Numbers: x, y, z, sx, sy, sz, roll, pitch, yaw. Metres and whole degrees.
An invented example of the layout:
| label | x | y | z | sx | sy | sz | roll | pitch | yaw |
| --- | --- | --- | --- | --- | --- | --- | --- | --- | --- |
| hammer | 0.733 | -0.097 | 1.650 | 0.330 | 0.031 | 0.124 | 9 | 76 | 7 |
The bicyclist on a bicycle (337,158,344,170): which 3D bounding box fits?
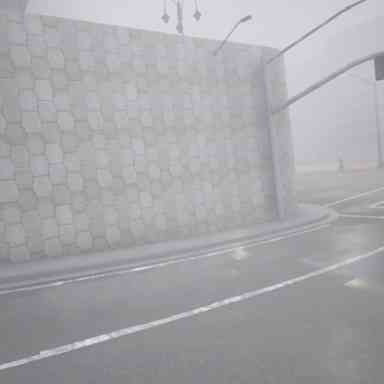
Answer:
| label | x | y | z | sx | sy | sz | roll | pitch | yaw |
| --- | --- | --- | --- | --- | --- | --- | --- | --- | --- |
| bicyclist on a bicycle | 20.048 | -3.833 | 44.897 | 1.656 | 1.620 | 0.582 | -11 | 6 | -35 |
